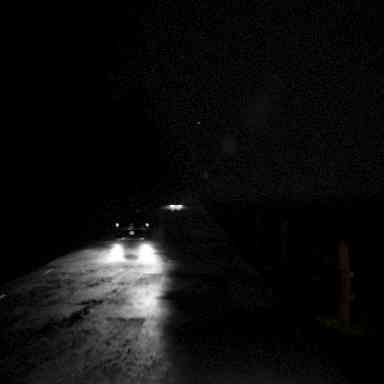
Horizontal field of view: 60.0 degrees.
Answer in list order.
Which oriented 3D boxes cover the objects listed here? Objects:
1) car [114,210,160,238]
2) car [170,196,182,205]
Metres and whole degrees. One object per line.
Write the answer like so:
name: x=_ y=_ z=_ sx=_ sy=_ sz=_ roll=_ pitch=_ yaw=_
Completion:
car: x=-2.857 y=1.658 z=18.057 sx=1.895 sy=1.301 sz=4.718 roll=0 pitch=0 yaw=0
car: x=-2.815 y=1.543 z=59.640 sx=2.128 sy=1.511 sz=4.902 roll=0 pitch=0 yaw=0
